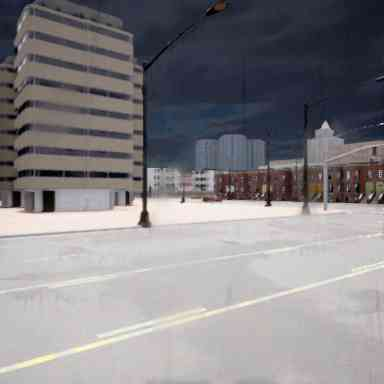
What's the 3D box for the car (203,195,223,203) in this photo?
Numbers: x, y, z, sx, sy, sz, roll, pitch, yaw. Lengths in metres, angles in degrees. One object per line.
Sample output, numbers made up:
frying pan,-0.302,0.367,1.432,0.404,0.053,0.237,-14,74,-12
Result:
car,4.200,1.410,66.924,1.882,1.535,5.008,0,0,-35
